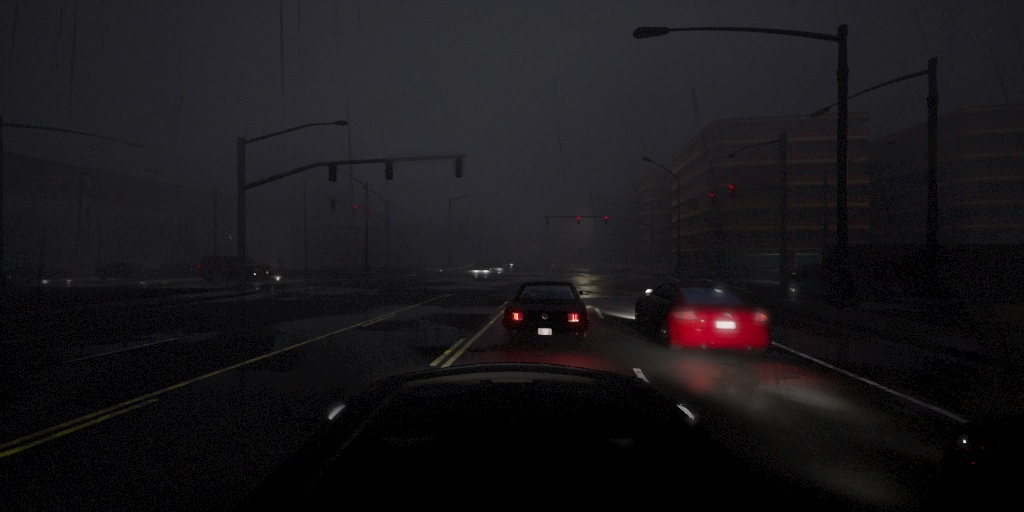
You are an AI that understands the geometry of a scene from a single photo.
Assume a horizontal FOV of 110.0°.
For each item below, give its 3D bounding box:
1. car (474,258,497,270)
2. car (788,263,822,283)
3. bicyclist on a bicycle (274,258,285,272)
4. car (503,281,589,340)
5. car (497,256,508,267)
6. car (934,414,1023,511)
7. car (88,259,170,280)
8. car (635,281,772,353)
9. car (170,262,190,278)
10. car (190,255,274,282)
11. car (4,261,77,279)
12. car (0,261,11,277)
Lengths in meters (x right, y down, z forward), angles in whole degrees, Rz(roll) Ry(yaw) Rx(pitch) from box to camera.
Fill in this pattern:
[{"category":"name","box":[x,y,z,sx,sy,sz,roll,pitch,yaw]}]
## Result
[{"category":"car","box":[-3.767,1.176,48.768,1.994,1.385,4.181,0,1,8]},{"category":"car","box":[23.355,1.275,27.513,4.674,1.442,1.812,0,0,6]},{"category":"bicyclist on a bicycle","box":[-26.326,1.053,40.697,0.582,1.620,1.656,0,0,7]},{"category":"car","box":[1.019,1.351,9.967,1.895,1.301,4.718,0,0,8]},{"category":"car","box":[-2.398,1.064,58.619,1.895,1.301,4.718,0,1,8]},{"category":"car","box":[3.640,1.242,0.248,2.128,1.511,4.902,0,0,1]},{"category":"car","box":[-32.377,1.227,30.372,5.008,1.535,1.882,0,0,7]},{"category":"car","box":[4.421,1.314,8.959,1.994,1.385,4.181,0,0,7]},{"category":"car","box":[-31.799,1.297,33.990,5.357,1.411,2.033,0,0,7]},{"category":"car","box":[-22.449,0.971,29.178,5.566,2.045,2.150,0,0,7]},{"category":"car","box":[-41.781,1.350,31.718,4.718,1.301,1.895,0,0,12]},{"category":"car","box":[-51.672,1.276,35.810,4.674,1.442,1.812,0,0,36]}]
